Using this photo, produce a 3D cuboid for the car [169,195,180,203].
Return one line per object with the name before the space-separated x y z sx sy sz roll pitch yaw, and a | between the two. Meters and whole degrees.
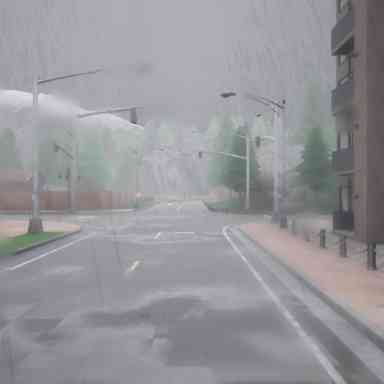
car | -3.500 1.407 66.673 1.882 1.535 5.008 0 0 0
